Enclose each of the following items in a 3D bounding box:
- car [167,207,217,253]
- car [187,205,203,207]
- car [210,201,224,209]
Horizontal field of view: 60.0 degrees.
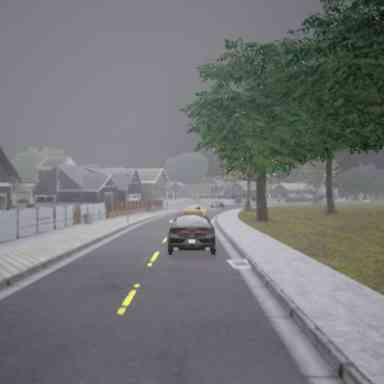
[{"bbox_3d":[0.001,1.653,14.475,1.882,1.535,5.008,0,-1,0],"label":"car"},{"bbox_3d":[0.271,1.889,29.393,1.882,1.535,5.008,0,-1,4],"label":"car"},{"bbox_3d":[5.013,2.469,65.374,2.128,1.511,4.902,0,-1,20],"label":"car"}]
